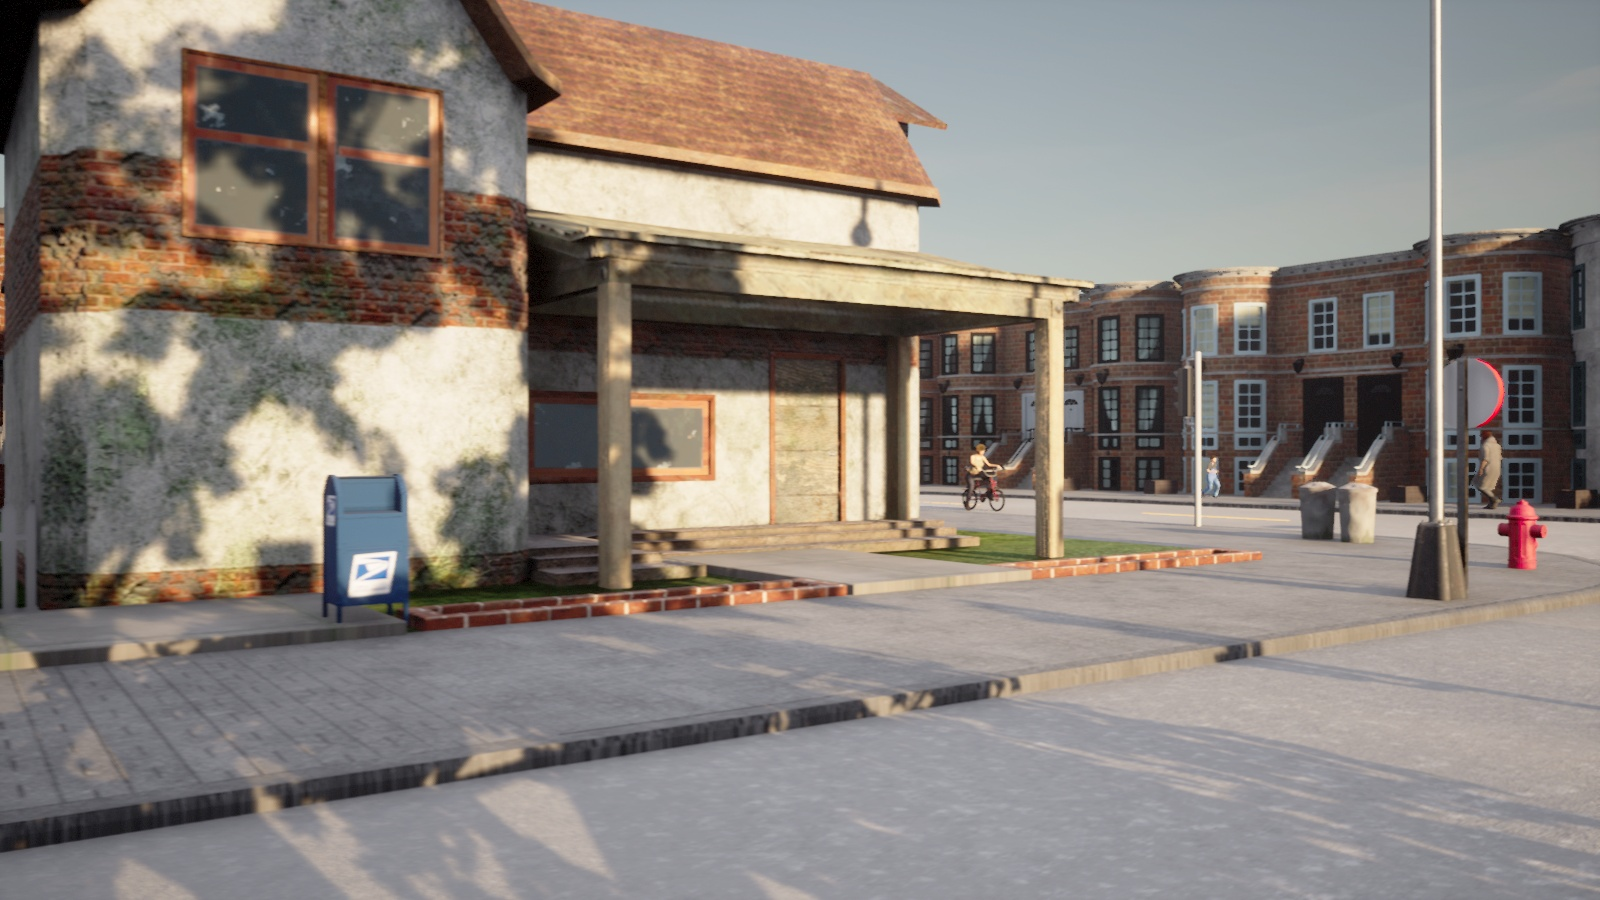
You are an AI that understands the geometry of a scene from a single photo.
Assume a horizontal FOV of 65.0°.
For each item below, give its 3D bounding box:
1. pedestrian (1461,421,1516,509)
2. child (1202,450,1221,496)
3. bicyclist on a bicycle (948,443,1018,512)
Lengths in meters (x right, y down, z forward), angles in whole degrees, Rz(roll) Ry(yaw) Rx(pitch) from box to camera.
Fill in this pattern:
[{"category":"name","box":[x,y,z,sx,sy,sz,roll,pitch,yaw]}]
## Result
[{"category":"pedestrian","box":[15.562,0.342,28.407,0.659,1.952,0.873,0,0,-34]},{"category":"child","box":[11.398,0.646,34.797,0.270,1.263,0.437,0,0,-22]},{"category":"bicyclist on a bicycle","box":[4.406,0.639,30.344,0.866,1.612,1.509,0,0,-35]}]
